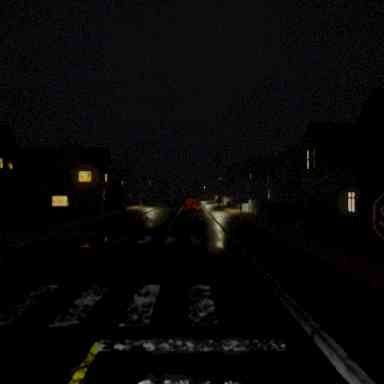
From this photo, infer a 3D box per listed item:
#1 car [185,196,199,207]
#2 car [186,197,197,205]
[{"bbox_3d":[0.017,1.404,53.556,2.097,1.767,4.553,0,0,0],"label":"car"},{"bbox_3d":[-0.100,1.688,63.776,1.895,1.301,4.718,0,0,0],"label":"car"}]
